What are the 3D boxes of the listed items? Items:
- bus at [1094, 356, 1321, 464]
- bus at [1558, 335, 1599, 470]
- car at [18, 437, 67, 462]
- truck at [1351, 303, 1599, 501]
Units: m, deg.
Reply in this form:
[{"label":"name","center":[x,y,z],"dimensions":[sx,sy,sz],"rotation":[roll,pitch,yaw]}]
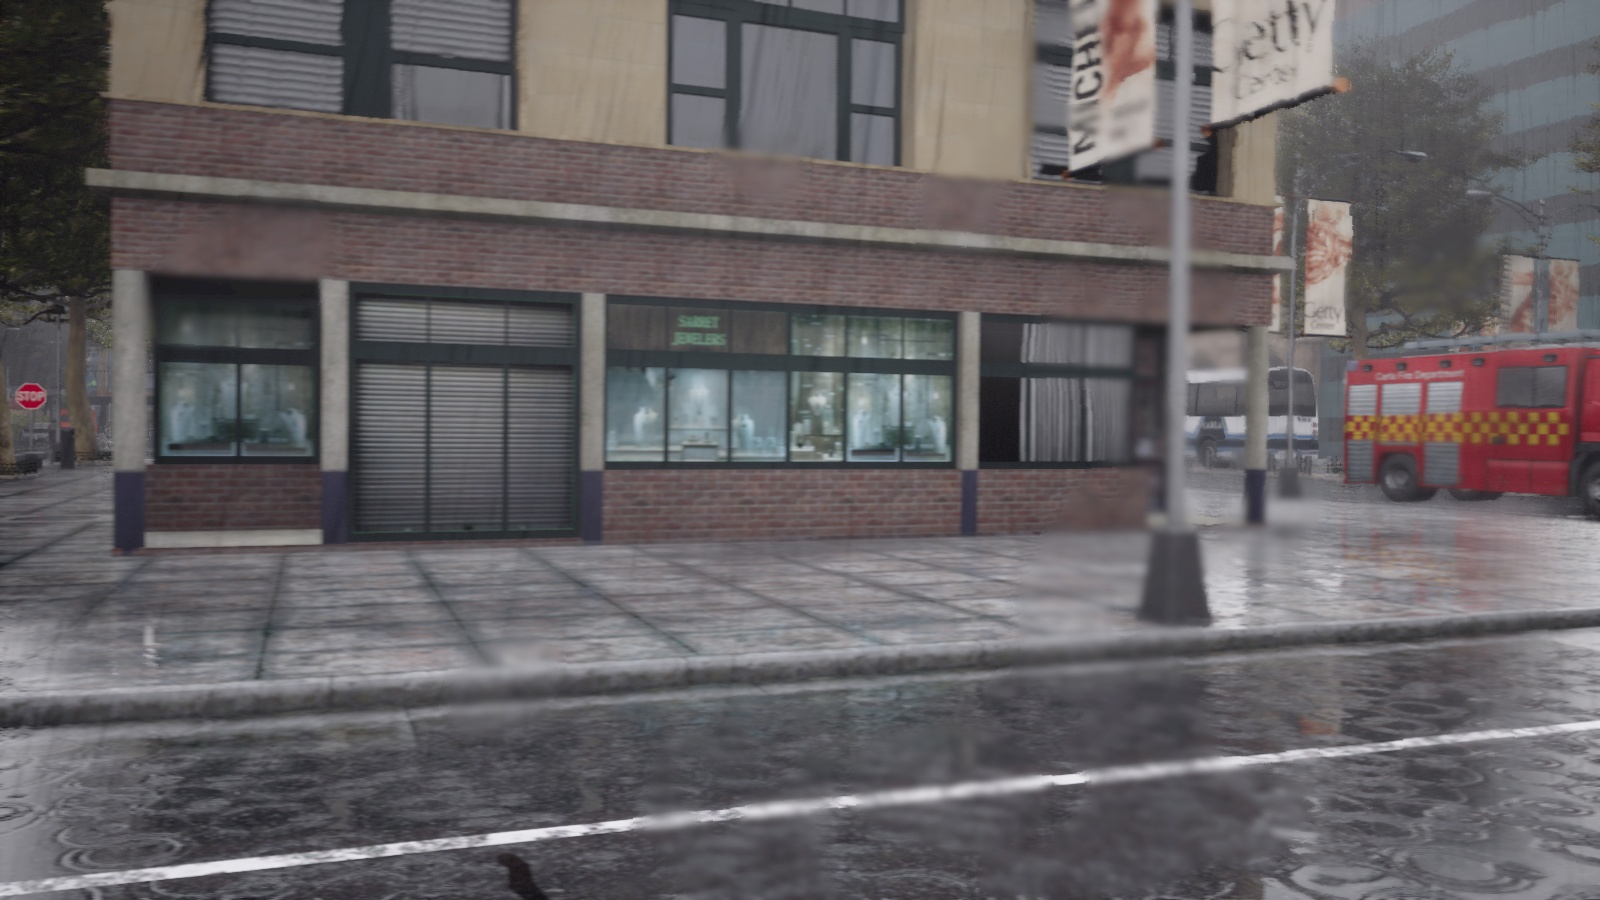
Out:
[{"label":"bus","center":[17.523,-1.669,55.143],"dimensions":[3.944,4.253,10.273],"rotation":[-1,1,-21]},{"label":"bus","center":[28.348,-1.487,36.773],"dimensions":[3.944,4.253,10.273],"rotation":[-1,1,-21]},{"label":"car","center":[-49.902,-0.061,82.788],"dimensions":[2.007,1.525,4.514],"rotation":[-1,1,-21]},{"label":"truck","center":[16.119,-0.981,26.786],"dimensions":[2.891,3.827,8.468],"rotation":[-1,1,-21]}]
